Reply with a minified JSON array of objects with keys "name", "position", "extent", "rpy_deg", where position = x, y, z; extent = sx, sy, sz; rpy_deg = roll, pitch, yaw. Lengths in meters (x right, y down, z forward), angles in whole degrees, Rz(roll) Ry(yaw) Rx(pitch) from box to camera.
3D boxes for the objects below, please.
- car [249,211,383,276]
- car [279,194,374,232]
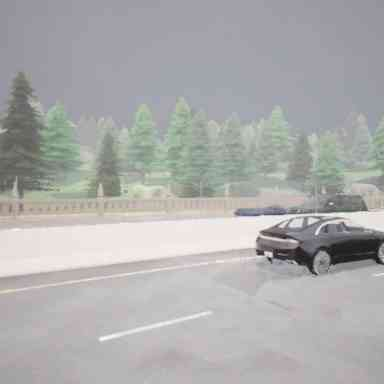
[{"name":"car","position":[4.177,1.472,10.195],"extent":[4.902,1.511,2.128],"rpy_deg":[0,0,-30]},{"name":"car","position":[8.247,1.183,20.362],"extent":[5.566,2.045,2.150],"rpy_deg":[0,0,-24]}]
